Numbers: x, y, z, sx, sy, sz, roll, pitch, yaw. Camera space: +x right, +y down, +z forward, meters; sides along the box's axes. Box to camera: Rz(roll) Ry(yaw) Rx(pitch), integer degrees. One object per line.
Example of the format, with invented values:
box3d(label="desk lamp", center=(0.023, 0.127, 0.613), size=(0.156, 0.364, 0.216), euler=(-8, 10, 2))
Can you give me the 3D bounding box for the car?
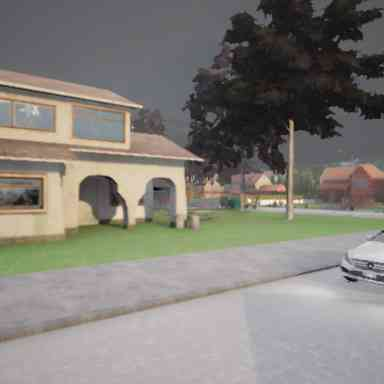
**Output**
box3d(label="car", center=(5.863, 1.597, 8.791), size=(4.674, 1.442, 1.812), euler=(1, 0, -36))
